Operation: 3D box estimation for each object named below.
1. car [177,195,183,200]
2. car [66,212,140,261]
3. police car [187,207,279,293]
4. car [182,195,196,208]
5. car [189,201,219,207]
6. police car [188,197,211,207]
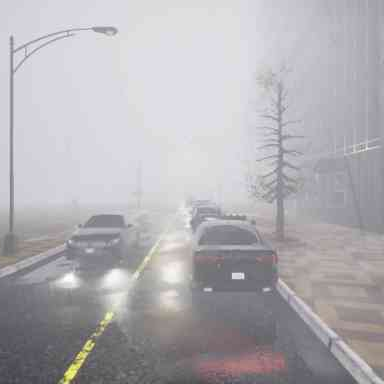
[{"bbox_3d":[-3.071,1.481,92.484,2.128,1.511,4.902,0,0,0],"label":"car"},{"bbox_3d":[-3.109,1.525,12.452,1.812,1.442,4.674,0,0,0],"label":"car"},{"bbox_3d":[0.893,1.425,9.031,1.930,1.638,5.238,0,0,0],"label":"police car"},{"bbox_3d":[-0.013,1.522,46.523,1.812,1.442,4.674,0,0,0],"label":"car"},{"bbox_3d":[0.884,1.504,18.921,1.837,1.490,4.892,0,0,0],"label":"car"},{"bbox_3d":[0.880,1.424,25.032,1.930,1.638,5.238,0,0,0],"label":"police car"}]
